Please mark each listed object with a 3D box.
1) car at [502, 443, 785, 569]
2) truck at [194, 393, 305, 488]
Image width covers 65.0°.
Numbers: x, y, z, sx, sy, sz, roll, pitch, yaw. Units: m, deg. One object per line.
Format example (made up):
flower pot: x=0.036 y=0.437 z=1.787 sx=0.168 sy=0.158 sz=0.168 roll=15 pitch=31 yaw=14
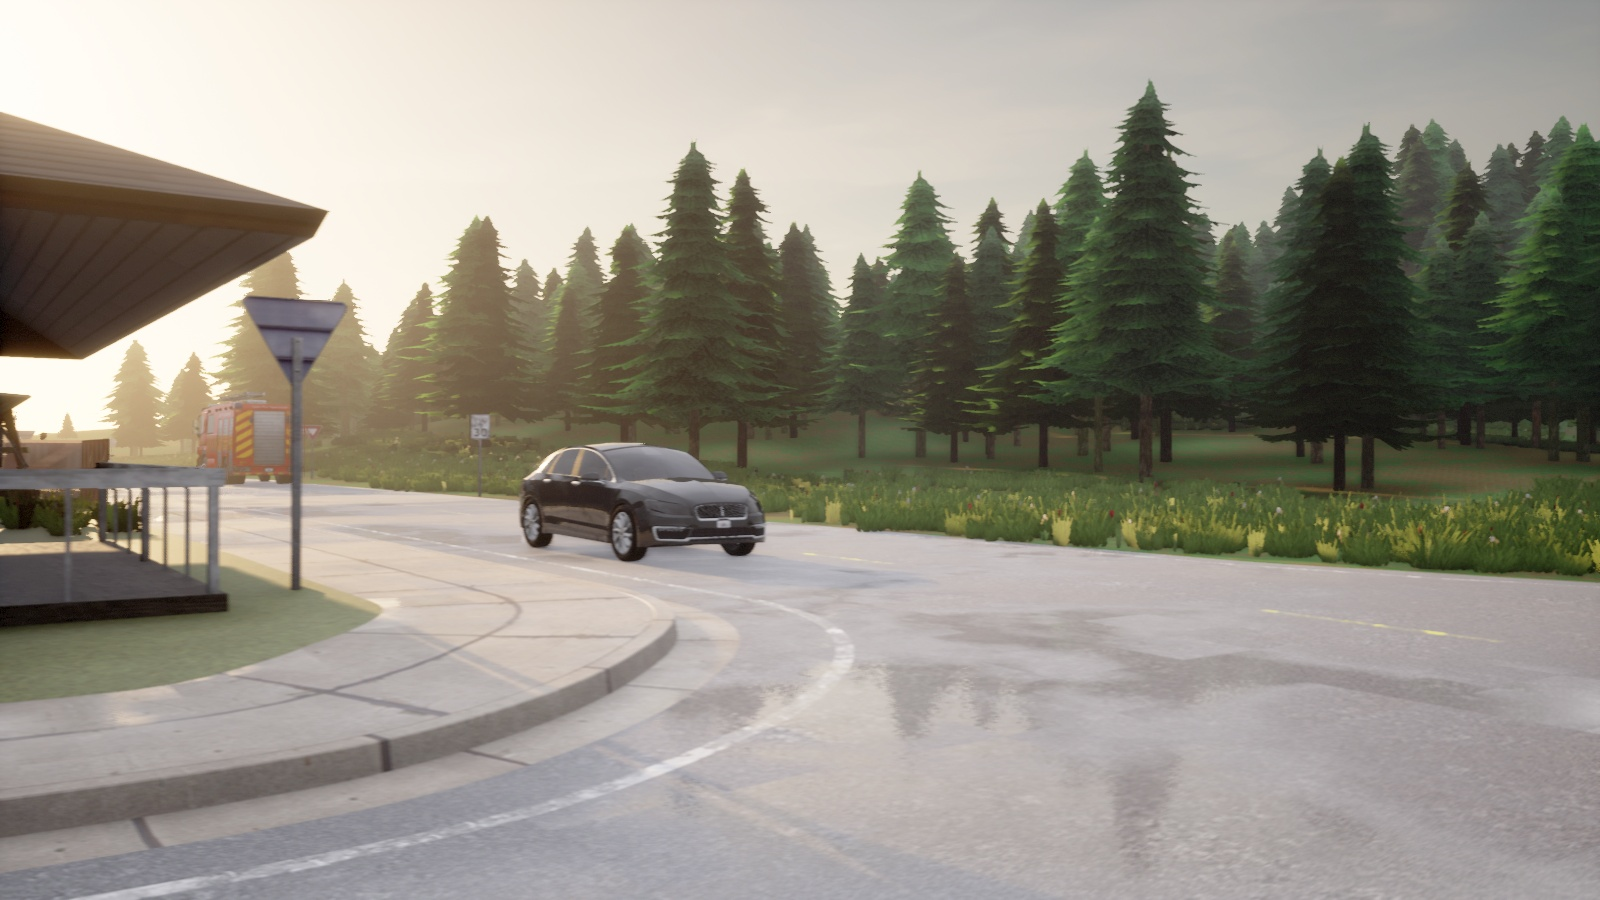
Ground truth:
car: x=-2.334 y=0.669 z=17.392 sx=1.837 sy=1.490 sz=4.892 roll=0 pitch=0 yaw=-35
truck: x=-24.319 y=-0.358 z=55.222 sx=2.891 sy=3.827 sz=8.468 roll=0 pitch=0 yaw=-35
